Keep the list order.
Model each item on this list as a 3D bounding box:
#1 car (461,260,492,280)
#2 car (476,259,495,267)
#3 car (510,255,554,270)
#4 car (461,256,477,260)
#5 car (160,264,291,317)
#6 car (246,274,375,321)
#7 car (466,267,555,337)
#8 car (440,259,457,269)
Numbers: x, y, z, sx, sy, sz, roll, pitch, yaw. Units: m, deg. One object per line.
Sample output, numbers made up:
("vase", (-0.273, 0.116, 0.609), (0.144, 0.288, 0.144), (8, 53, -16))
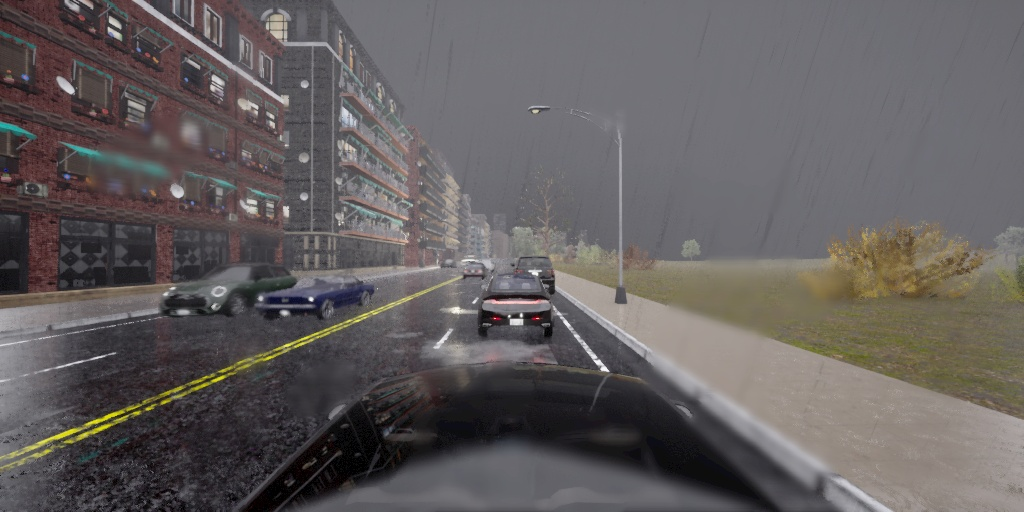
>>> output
("car", (-3.177, 1.299, 31.591), (2.033, 1.411, 5.357), (0, 0, 0))
("car", (-3.179, 1.277, 44.676), (1.812, 1.442, 4.674), (0, 0, 0))
("car", (1.125, 0.977, 20.199), (2.150, 2.045, 5.566), (0, 0, 0))
("car", (-6.625, 0.970, 56.252), (2.150, 2.045, 5.566), (0, 0, 0))
("car", (-9.858, 1.103, 13.018), (2.097, 1.767, 4.553), (0, 0, 0))
("car", (-6.606, 1.352, 12.645), (1.895, 1.301, 4.718), (0, 0, 0))
("car", (0.094, 1.243, 10.329), (2.128, 1.511, 4.902), (0, 0, 0))
("car", (-9.876, 1.228, 55.900), (1.882, 1.535, 5.008), (0, 0, 0))
